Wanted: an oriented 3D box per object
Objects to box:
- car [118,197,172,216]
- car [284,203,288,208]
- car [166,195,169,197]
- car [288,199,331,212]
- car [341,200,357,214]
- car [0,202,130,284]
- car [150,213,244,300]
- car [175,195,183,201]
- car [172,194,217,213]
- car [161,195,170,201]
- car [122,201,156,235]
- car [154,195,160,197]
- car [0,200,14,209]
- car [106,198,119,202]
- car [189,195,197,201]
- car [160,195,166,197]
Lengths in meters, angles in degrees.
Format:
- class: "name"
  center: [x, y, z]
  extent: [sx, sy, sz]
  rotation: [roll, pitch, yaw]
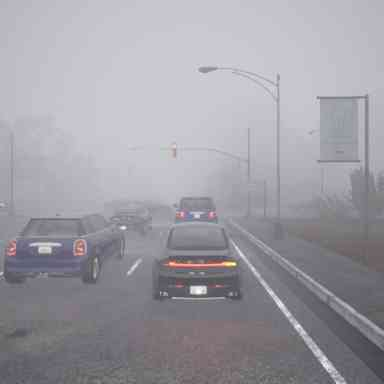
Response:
- class: "car"
  center: [-4.272, 1.490, 32.502]
  extent: [4.902, 1.511, 2.128]
  rotation: [0, 0, 3]
- class: "car"
  center: [14.550, 1.545, 42.112]
  extent: [5.357, 1.411, 2.033]
  rotation: [0, 0, 3]
- class: "car"
  center: [-6.829, 1.475, 75.209]
  extent: [1.882, 1.535, 5.008]
  rotation: [0, 0, 0]
- class: "car"
  center: [14.139, 1.503, 38.629]
  extent: [4.892, 1.490, 1.837]
  rotation: [0, 0, 3]
- class: "car"
  center: [17.618, 1.490, 34.718]
  extent: [4.902, 1.511, 2.128]
  rotation: [0, 0, 3]
- class: "car"
  center: [-3.378, 1.352, 9.778]
  extent: [2.097, 1.767, 4.553]
  rotation: [0, 0, 0]
- class: "car"
  center: [0.119, 1.504, 8.363]
  extent: [1.837, 1.490, 4.892]
  rotation: [0, 0, 0]
- class: "car"
  center: [-3.304, 1.467, 85.922]
  extent: [1.882, 1.535, 5.008]
  rotation: [0, 0, 0]
- class: "car"
  center: [0.165, 1.221, 18.211]
  extent: [2.150, 2.045, 5.566]
  rotation: [0, 0, -2]
- class: "car"
  center: [-6.806, 1.491, 85.166]
  extent: [1.837, 1.490, 4.892]
  rotation: [0, 0, 0]
- class: "car"
  center: [-3.358, 1.504, 18.738]
  extent: [1.837, 1.490, 4.892]
  rotation: [0, 0, 0]
- class: "car"
  center: [-6.958, 1.523, 55.704]
  extent: [1.812, 1.442, 4.674]
  rotation: [0, 0, 0]
- class: "car"
  center: [-22.350, 1.351, 37.105]
  extent: [4.553, 1.767, 2.097]
  rotation: [0, 0, 2]
- class: "car"
  center: [-8.354, 1.476, 40.425]
  extent: [5.008, 1.535, 1.882]
  rotation: [0, 0, -37]
- class: "car"
  center: [0.196, 1.467, 85.913]
  extent: [1.882, 1.535, 5.008]
  rotation: [0, 0, 0]
- class: "car"
  center: [-6.887, 1.545, 65.431]
  extent: [2.033, 1.411, 5.357]
  rotation: [0, 0, 1]
